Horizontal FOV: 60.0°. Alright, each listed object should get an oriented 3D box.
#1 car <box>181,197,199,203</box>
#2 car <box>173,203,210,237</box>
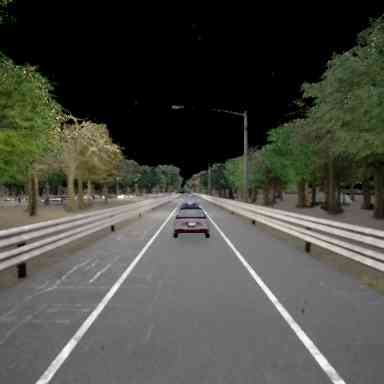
[{"bbox_3d":[-0.219,1.326,38.903,2.097,1.767,4.553,0,0,-1],"label":"car"},{"bbox_3d":[-0.040,1.543,18.043,2.033,1.411,5.357,0,0,0],"label":"car"}]
